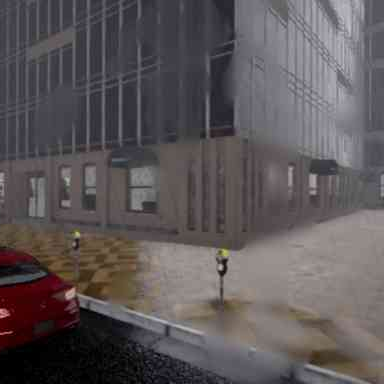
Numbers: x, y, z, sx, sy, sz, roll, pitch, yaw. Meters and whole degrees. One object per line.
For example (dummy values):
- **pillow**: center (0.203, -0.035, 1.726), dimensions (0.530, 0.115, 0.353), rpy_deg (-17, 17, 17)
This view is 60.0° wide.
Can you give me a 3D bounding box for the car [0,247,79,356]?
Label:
- **car**: center (-3.576, 1.586, 5.530), dimensions (4.206, 1.307, 1.802), rpy_deg (0, 0, 36)
